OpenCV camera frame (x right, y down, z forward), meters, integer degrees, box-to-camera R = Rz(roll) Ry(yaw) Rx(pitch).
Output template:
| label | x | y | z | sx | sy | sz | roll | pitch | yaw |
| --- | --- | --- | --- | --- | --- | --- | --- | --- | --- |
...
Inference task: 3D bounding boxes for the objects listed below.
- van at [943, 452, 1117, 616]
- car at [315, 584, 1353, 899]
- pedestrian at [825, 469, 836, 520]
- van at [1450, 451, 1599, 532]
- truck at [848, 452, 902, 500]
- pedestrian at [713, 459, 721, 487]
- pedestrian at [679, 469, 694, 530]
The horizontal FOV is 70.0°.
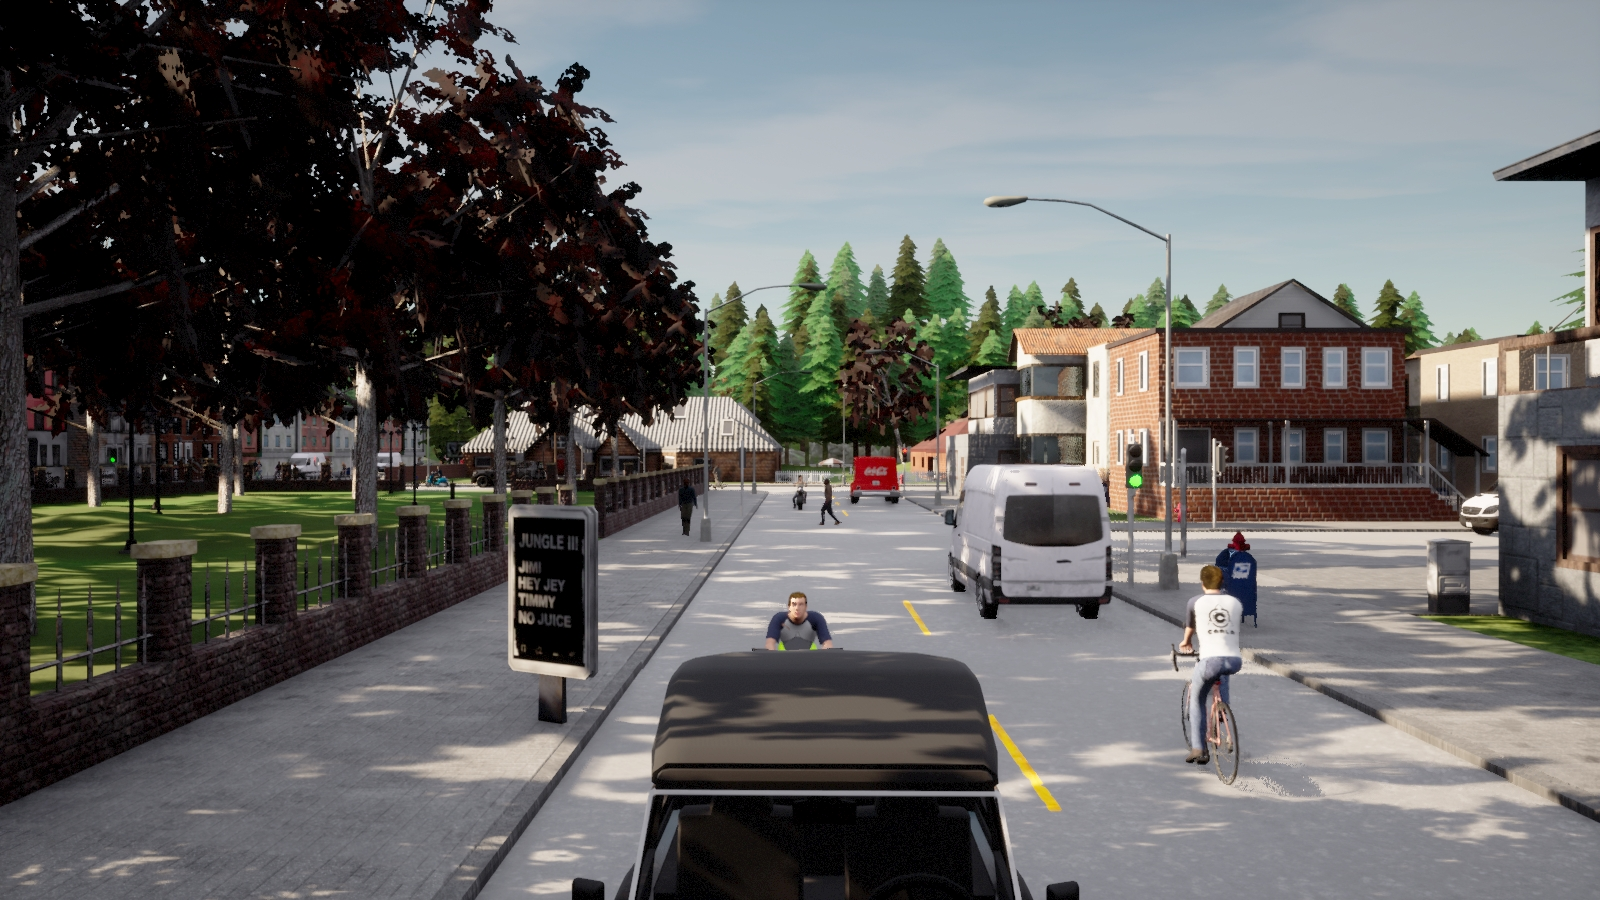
| label | x | y | z | sx | sy | sz | roll | pitch | yaw |
| --- | --- | --- | --- | --- | --- | --- | --- | --- | --- |
| van | 3.993 | 1.323 | 20.929 | 1.988 | 2.561 | 5.915 | 0 | 0 | 0 |
| car | 0.090 | 1.640 | 4.030 | 1.905 | 1.878 | 3.866 | 0 | 0 | 1 |
| pedestrian | 1.121 | 1.645 | 42.055 | 0.375 | 1.860 | 0.375 | 0 | 0 | 3 |
| van | 24.712 | 1.329 | 37.232 | 5.915 | 2.561 | 1.988 | 0 | 0 | 0 |
| truck | 3.969 | 1.372 | 61.570 | 2.627 | 2.467 | 5.204 | 0 | 0 | 1 |
| pedestrian | -5.620 | 1.556 | 77.512 | 0.375 | 1.860 | 0.375 | 0 | 0 | 44 |
| pedestrian | -3.535 | 1.539 | 35.522 | 0.375 | 1.860 | 0.375 | 0 | 0 | 7 |
